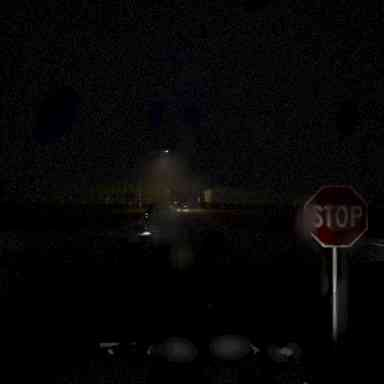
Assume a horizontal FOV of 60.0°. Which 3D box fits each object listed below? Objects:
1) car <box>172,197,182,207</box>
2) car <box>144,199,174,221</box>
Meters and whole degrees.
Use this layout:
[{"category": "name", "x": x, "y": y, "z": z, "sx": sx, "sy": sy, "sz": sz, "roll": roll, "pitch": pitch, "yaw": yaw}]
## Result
[{"category": "car", "x": -2.789, "y": 1.681, "z": 57.514, "sx": 2.128, "sy": 1.511, "sz": 4.902, "roll": 0, "pitch": -1, "yaw": 0}, {"category": "car", "x": -2.768, "y": 1.589, "z": 27.356, "sx": 1.837, "sy": 1.490, "sz": 4.892, "roll": 0, "pitch": 0, "yaw": 0}]
